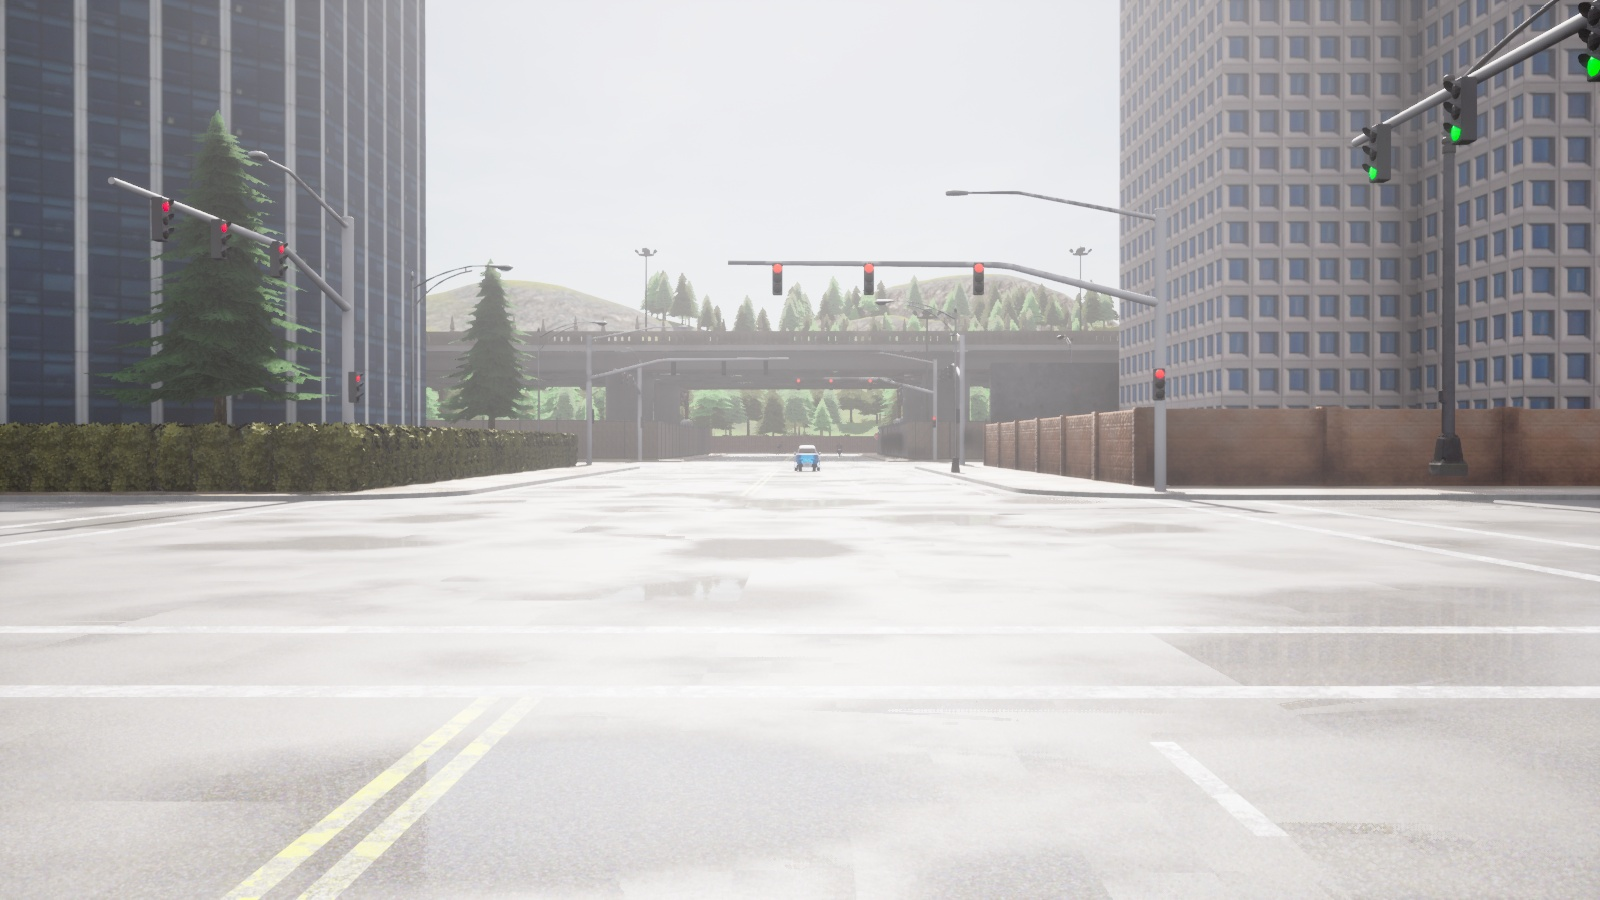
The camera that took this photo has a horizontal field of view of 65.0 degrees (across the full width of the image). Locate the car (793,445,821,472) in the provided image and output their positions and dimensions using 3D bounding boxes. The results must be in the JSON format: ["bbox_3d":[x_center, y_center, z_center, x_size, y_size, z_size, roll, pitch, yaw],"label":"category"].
[{"bbox_3d":[0.383,0.426,66.471,1.481,1.376,2.207,0,1,0],"label":"car"}]
